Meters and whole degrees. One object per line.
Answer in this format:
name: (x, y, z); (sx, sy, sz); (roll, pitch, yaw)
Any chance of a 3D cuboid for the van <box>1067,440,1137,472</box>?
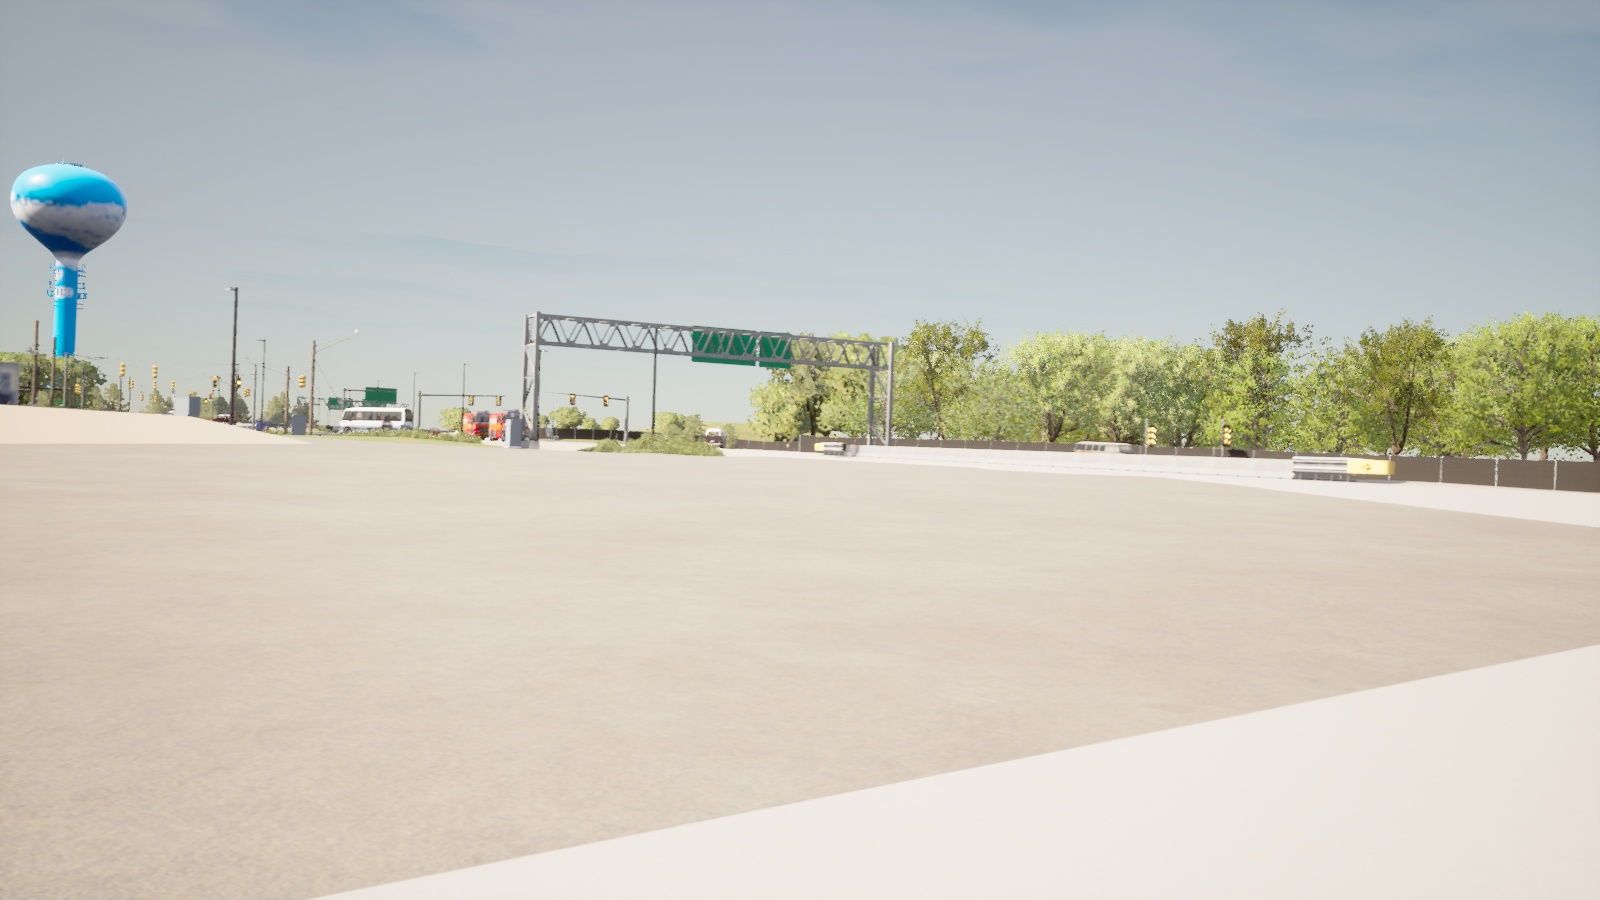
van: (20.298, 0.382, 84.613); (1.775, 1.987, 4.442); (2, 1, -36)
